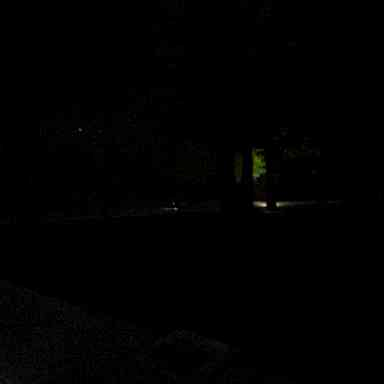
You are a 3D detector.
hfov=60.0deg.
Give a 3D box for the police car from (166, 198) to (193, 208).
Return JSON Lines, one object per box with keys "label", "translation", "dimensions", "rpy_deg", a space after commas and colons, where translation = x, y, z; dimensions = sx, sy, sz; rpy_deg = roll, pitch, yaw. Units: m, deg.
{"label": "police car", "translation": [-2.047, 1.699, 51.807], "dimensions": [2.038, 1.542, 4.974], "rpy_deg": [-1, -1, 37]}
